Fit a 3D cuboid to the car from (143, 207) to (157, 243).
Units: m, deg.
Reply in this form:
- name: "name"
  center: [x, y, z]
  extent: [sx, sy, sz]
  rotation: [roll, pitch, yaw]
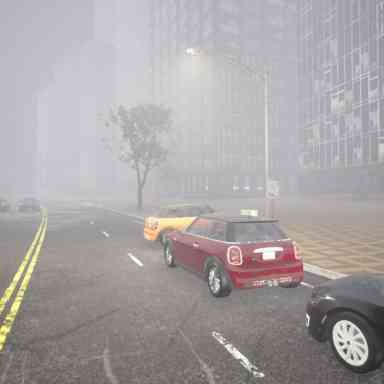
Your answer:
- name: "car"
  center: [0.224, 1.278, 14.579]
  extent: [4.553, 1.767, 2.097]
  rotation: [-3, 1, -22]

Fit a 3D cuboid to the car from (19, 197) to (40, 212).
- name: "car"
  center: [-19.173, 1.392, 39.315]
  extent: [2.097, 1.767, 4.553]
  rotation: [0, 0, -24]

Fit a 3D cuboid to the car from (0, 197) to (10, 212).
- name: "car"
  center: [-22.131, 1.389, 37.968]
  extent: [2.097, 1.767, 4.553]
  rotation: [0, 0, -24]

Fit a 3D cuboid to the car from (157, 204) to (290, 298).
- name: "car"
  center: [0.798, 1.355, 8.934]
  extent: [2.097, 1.767, 4.553]
  rotation: [0, 0, -23]

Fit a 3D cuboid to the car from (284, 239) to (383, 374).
- name: "car"
  center: [3.576, 1.505, 3.493]
  extent: [1.837, 1.490, 4.892]
  rotation: [0, 0, -36]
